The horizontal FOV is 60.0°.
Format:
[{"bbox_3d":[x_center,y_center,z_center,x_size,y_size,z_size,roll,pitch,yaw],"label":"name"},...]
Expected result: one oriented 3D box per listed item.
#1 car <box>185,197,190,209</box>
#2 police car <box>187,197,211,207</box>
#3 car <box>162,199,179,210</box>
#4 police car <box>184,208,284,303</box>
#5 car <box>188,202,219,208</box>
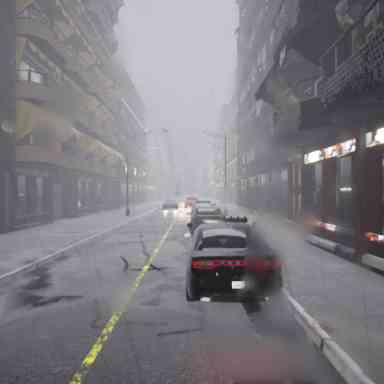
[{"bbox_3d":[0.035,1.422,47.123,2.097,1.767,4.553,0,0,0],"label":"car"},{"bbox_3d":[0.826,1.455,24.438,1.930,1.638,5.238,0,0,0],"label":"police car"},{"bbox_3d":[-2.748,1.626,43.205,1.994,1.385,4.181,0,0,0],"label":"car"},{"bbox_3d":[0.825,1.434,8.438,1.930,1.638,5.238,0,0,0],"label":"police car"},{"bbox_3d":[0.826,1.526,18.329,1.837,1.490,4.892,0,0,0],"label":"car"}]
